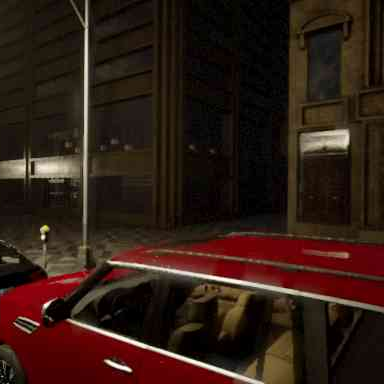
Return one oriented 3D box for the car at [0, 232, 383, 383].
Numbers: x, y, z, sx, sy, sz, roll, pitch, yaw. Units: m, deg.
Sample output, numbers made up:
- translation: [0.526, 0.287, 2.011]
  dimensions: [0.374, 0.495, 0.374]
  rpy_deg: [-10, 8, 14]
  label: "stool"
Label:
- translation: [0.163, 1.304, 2.842]
  dimensions: [5.009, 1.841, 2.192]
  rpy_deg: [1, 1, 35]
  label: "car"
